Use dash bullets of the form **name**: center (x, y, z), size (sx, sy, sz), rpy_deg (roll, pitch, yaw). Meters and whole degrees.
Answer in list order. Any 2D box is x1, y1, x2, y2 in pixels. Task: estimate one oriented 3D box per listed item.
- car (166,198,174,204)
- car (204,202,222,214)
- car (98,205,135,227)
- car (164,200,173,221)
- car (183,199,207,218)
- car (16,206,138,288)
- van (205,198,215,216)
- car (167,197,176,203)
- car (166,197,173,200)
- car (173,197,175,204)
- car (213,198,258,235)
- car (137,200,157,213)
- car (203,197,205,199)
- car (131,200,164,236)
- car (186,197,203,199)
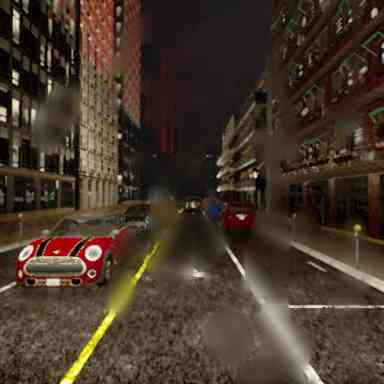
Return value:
- **car**: center (-5.724, 2.266, 86.870), size (1.967, 1.590, 4.097), rpy_deg (0, -1, 0)
- **car**: center (2.673, 1.947, 42.467), size (2.008, 1.369, 4.403), rpy_deg (0, -1, 0)
- **car**: center (-5.702, 1.761, 25.642), size (1.752, 1.417, 4.829), rpy_deg (0, -1, 0)
- **car**: center (-3.012, 1.755, 30.004), size (1.882, 1.535, 5.008), rpy_deg (0, -1, 0)
- **car**: center (0.088, 1.801, 33.289), size (2.128, 1.511, 4.902), rpy_deg (0, 0, 0)
- **car**: center (-3.093, 1.441, 9.669), size (2.097, 1.767, 4.553), rpy_deg (0, -1, 0)
- **van**: center (2.674, 1.685, 36.919), size (1.690, 1.788, 3.998), rpy_deg (0, -1, 0)
- **car**: center (-5.726, 2.197, 92.422), size (2.192, 1.841, 5.009), rpy_deg (0, -1, 0)
- **car**: center (-5.718, 2.213, 70.216), size (2.008, 1.369, 4.403), rpy_deg (0, -1, 0)
- **car**: center (-5.722, 2.353, 81.318), size (1.802, 1.307, 4.206), rpy_deg (0, -1, 0)
- **car**: center (2.680, 1.503, 20.268), size (2.192, 1.841, 5.009), rpy_deg (0, -1, 0)
- **car**: center (-5.708, 1.834, 42.464), size (1.967, 1.590, 4.097), rpy_deg (0, -1, 0)
- **car**: center (2.670, 1.764, 48.020), size (2.192, 1.841, 5.009), rpy_deg (0, -1, 0)
- **car**: center (-3.059, 1.532, 19.561), size (2.097, 1.767, 4.553), rpy_deg (0, -1, 0)
- **car**: center (0.069, 1.647, 45.196), size (2.150, 2.045, 5.566), rpy_deg (0, 0, 0)
